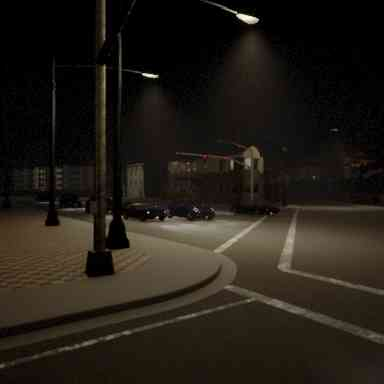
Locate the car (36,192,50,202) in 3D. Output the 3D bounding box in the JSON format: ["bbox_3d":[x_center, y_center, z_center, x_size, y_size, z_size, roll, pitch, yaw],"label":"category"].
[{"bbox_3d":[-23.912,0.843,53.864,2.033,1.411,5.357,0,1,-36],"label":"car"}]

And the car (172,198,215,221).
[{"bbox_3d":[-0.179,1.312,27.052,2.097,1.767,4.553,0,0,-36],"label":"car"}]

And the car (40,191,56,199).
[{"bbox_3d":[-28.904,0.630,66.854,1.882,1.535,5.008,0,0,-36],"label":"car"}]

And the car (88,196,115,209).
[{"bbox_3d":[-11.715,1.279,42.961,1.994,1.385,4.181,0,2,-36],"label":"car"}]

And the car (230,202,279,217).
[{"bbox_3d":[5.736,1.577,31.204,1.895,1.301,4.718,0,0,-35],"label":"car"}]

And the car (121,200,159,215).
[{"bbox_3d":[-5.431,1.507,34.290,1.895,1.301,4.718,0,1,-36],"label":"car"}]

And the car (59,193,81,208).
[{"bbox_3d":[-15.328,1.187,41.990,1.837,1.490,4.892,0,2,-36],"label":"car"}]

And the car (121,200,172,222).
[{"bbox_3d":[-3.866,1.555,26.178,1.895,1.301,4.718,0,0,-37],"label":"car"}]

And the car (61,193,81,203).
[{"bbox_3d":[-19.669,0.875,53.966,1.812,1.442,4.674,0,1,-36],"label":"car"}]

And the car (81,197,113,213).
[{"bbox_3d":[-9.047,1.244,33.317,2.097,1.767,4.553,0,1,-36],"label":"car"}]
